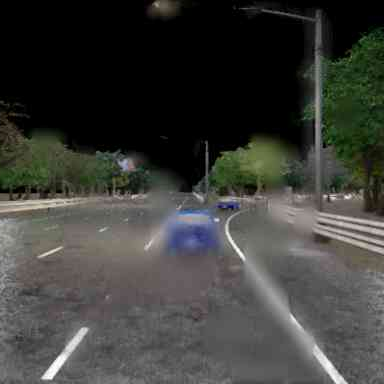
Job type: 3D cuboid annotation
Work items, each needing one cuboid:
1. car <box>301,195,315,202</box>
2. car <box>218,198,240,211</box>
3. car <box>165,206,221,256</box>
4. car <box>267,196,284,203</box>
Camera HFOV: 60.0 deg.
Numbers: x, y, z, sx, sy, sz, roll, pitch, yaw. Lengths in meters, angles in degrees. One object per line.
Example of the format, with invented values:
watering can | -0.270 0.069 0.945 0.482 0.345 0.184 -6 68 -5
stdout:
car | 25.544 1.343 73.503 1.882 1.535 5.008 0 0 43
car | 4.378 1.452 39.254 1.882 1.535 5.008 0 0 18
car | 0.062 1.481 13.050 1.882 1.535 5.008 0 0 1
car | 15.354 1.437 61.220 1.812 1.442 4.674 0 0 34
